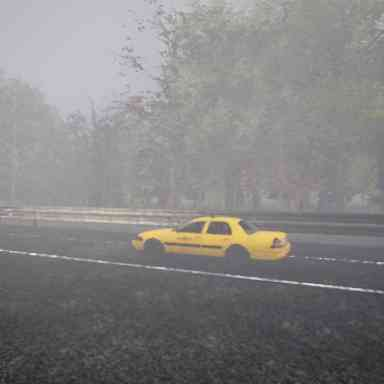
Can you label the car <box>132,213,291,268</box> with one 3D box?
[{"bbox_3d":[0.516,1.497,11.292,5.366,1.575,1.801,0,0,25],"label":"car"}]
